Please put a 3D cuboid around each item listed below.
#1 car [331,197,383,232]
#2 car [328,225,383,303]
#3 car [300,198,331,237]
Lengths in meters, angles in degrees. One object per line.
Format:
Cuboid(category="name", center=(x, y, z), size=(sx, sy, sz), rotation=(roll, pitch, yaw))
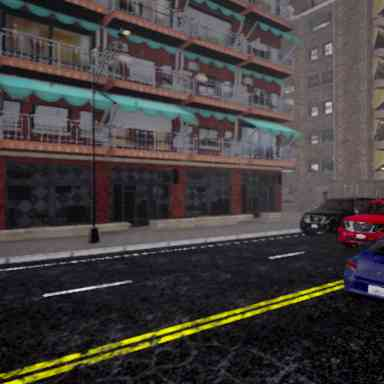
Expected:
Cuboid(category="car", center=(8.446, 1.304, 13.935), size=(5.566, 2.045, 2.150), rotation=(0, 0, -37))
Cuboid(category="car", center=(5.087, 1.570, 7.162), size=(4.674, 1.442, 1.812), rotation=(0, 0, -36))
Cuboid(category="car", center=(8.140, 1.316, 17.770), size=(5.566, 2.045, 2.150), rotation=(0, 0, -37))
